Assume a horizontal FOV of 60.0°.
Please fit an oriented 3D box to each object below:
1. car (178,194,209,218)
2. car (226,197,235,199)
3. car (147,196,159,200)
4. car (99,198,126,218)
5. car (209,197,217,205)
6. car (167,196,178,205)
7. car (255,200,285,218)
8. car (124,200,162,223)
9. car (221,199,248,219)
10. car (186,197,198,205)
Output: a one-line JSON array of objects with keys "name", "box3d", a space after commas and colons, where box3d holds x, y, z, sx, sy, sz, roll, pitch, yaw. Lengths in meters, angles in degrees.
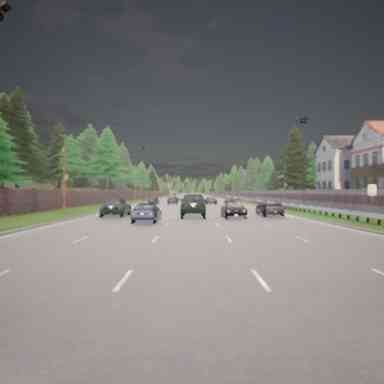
[{"name": "car", "box3d": [0.106, 1.223, 30.077, 2.150, 2.045, 5.566, 0, 0, 0]}, {"name": "car", "box3d": [7.012, 1.603, 60.434, 1.895, 1.301, 4.718, 0, 0, 0]}, {"name": "car", "box3d": [-6.989, 1.496, 59.854, 2.128, 1.511, 4.902, 0, 0, 0]}, {"name": "car", "box3d": [-6.894, 1.354, 30.393, 2.097, 1.767, 4.553, 0, 0, 0]}, {"name": "car", "box3d": [3.511, 1.567, 60.238, 1.994, 1.385, 4.181, 0, 0, 0]}, {"name": "car", "box3d": [-3.490, 1.495, 59.748, 2.128, 1.511, 4.902, 0, 0, 0]}, {"name": "car", "box3d": [7.105, 1.492, 30.627, 2.128, 1.511, 4.902, 0, 0, 0]}, {"name": "car", "box3d": [-3.396, 1.549, 25.176, 2.033, 1.411, 5.357, 0, 0, 0]}, {"name": "car", "box3d": [3.605, 1.602, 29.313, 1.895, 1.301, 4.718, 0, 0, 0]}, {"name": "car", "box3d": [0.010, 1.550, 59.748, 2.033, 1.411, 5.357, 0, 0, 0]}]
